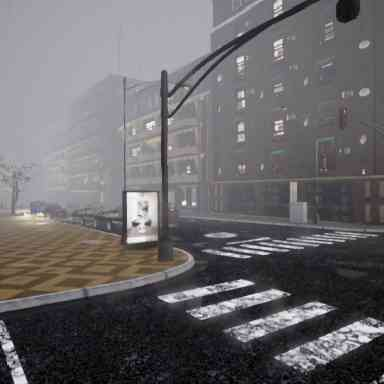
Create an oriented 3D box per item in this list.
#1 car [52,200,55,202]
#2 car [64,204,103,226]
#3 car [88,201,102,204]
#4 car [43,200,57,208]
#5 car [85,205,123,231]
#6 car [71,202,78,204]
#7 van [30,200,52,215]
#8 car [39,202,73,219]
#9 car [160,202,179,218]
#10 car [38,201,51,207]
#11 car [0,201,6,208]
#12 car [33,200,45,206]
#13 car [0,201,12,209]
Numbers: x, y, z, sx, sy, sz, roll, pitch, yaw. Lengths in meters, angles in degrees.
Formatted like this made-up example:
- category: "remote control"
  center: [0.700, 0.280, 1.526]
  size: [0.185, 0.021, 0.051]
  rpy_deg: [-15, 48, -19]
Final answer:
- category: "car"
  center: [-25.325, 2.469, 60.621]
  size: [1.994, 1.385, 4.181]
  rpy_deg: [-1, -1, -36]
- category: "car"
  center: [-8.797, 1.968, 27.646]
  size: [2.008, 1.369, 4.403]
  rpy_deg: [-2, 0, -36]
- category: "car"
  center: [-14.954, 2.117, 50.687]
  size: [1.967, 1.590, 4.097]
  rpy_deg: [-2, 0, -36]
- category: "car"
  center: [-31.274, 2.526, 73.249]
  size: [1.967, 1.590, 4.097]
  rpy_deg: [-2, 0, -36]
- category: "car"
  center: [-5.534, 1.887, 23.133]
  size: [2.008, 1.369, 4.403]
  rpy_deg: [-2, 0, -36]
- category: "car"
  center: [-21.480, 2.423, 59.710]
  size: [1.802, 1.307, 4.206]
  rpy_deg: [-2, 0, -36]
- category: "van"
  center: [-19.788, 2.034, 43.013]
  size: [1.690, 1.788, 3.998]
  rpy_deg: [-2, 0, -36]
- category: "car"
  center: [-14.871, 2.114, 36.124]
  size: [1.887, 1.381, 4.507]
  rpy_deg: [-2, 0, -36]
- category: "car"
  center: [-3.110, 1.823, 34.520]
  size: [1.967, 1.590, 4.097]
  rpy_deg: [-2, 0, -36]
- category: "car"
  center: [-34.533, 2.734, 77.762]
  size: [1.947, 1.339, 4.313]
  rpy_deg: [-2, 0, -36]
- category: "car"
  center: [-44.588, 2.860, 77.366]
  size: [1.887, 1.381, 4.507]
  rpy_deg: [-2, 0, -36]
- category: "car"
  center: [-37.797, 2.795, 82.275]
  size: [1.887, 1.381, 4.507]
  rpy_deg: [-2, 0, -36]
- category: "car"
  center: [-38.062, 2.702, 68.340]
  size: [2.008, 1.369, 4.403]
  rpy_deg: [-2, 0, -36]
